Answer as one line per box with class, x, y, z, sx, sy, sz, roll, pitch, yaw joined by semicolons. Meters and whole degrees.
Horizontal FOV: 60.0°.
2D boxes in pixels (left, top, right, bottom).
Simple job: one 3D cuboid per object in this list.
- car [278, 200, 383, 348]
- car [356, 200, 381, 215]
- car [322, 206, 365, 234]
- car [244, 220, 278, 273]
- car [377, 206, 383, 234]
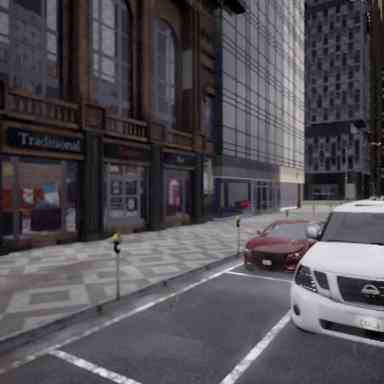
car;3.618;1.222;6.339;2.150;2.045;5.566;0;0;32
car;18.219;1.543;34.182;1.947;1.339;4.313;0;0;32
car;9.146;1.575;19.868;1.802;1.307;4.206;0;0;32
car;3.097;1.541;10.326;1.887;1.381;4.507;0;0;32
car;12.030;1.597;19.427;1.895;1.301;4.718;0;0;32
